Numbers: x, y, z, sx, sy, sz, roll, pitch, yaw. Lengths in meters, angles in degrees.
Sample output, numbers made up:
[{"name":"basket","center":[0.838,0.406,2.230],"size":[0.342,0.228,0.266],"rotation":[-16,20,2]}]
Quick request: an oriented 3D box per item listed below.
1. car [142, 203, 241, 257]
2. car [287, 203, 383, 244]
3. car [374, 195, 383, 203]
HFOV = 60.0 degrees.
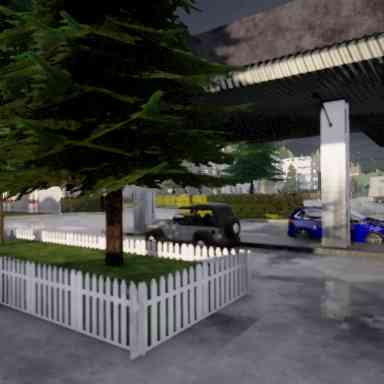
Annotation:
[{"name":"car","center":[-0.003,1.392,13.125],"size":[3.866,1.878,1.905],"rotation":[-1,0,35]},{"name":"car","center":[6.796,1.514,15.281],"size":[4.611,1.667,2.242],"rotation":[-1,0,35]},{"name":"car","center":[33.960,1.371,59.590],"size":[2.007,1.523,4.514],"rotation":[-1,0,35]}]
